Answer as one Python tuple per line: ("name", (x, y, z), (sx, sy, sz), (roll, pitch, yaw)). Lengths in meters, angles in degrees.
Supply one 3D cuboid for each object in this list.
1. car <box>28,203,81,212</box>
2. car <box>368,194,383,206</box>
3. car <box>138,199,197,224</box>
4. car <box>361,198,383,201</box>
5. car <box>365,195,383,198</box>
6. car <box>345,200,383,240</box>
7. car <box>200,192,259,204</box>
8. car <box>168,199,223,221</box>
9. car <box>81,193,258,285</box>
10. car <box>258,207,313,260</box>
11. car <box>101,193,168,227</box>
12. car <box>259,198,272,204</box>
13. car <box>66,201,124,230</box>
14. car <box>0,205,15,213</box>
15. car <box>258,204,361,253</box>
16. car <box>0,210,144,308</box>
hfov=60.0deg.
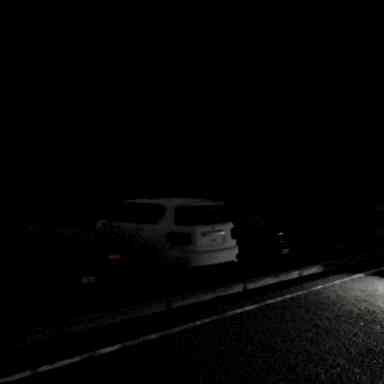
("car", (-8.747, 1.459, 20.243), (2.163, 1.488, 4.792), (-1, 0, -36))
("car", (27.607, 1.157, 46.052), (1.946, 1.575, 5.366), (0, 0, -36))
("car", (-1.966, 1.363, 25.123), (2.097, 1.535, 5.008), (-1, 0, -36))
("car", (10.243, 1.321, 18.008), (1.946, 1.575, 5.366), (0, 0, -36))
("car", (25.237, 1.177, 44.592), (2.231, 1.521, 4.892), (0, 0, -36))
("car", (8.076, 1.341, 16.224), (2.097, 1.535, 5.008), (0, 0, -36))
("car", (2.575, 1.076, 28.342), (2.435, 2.045, 5.566), (0, 0, -36))
("car", (0.197, 1.385, 26.673), (2.002, 1.452, 4.674), (0, 0, -36))
("car", (-1.065, 1.175, 9.728), (2.435, 2.045, 5.566), (-1, 0, -36))
("car", (1.239, 1.404, 11.335), (2.231, 1.521, 4.892), (-1, 0, -35))
("car", (-4.221, 1.132, 23.482), (2.435, 2.045, 5.566), (-1, 0, -36))
("car", (4.740, 1.061, 29.891), (2.435, 2.045, 5.566), (0, 0, -36))
("car", (-6.516, 1.435, 21.910), (2.163, 1.488, 4.792), (-1, 0, -36))
("car", (-11.027, 1.454, 18.642), (2.097, 1.535, 5.008), (-1, 0, -36))
("car", (3.529, 1.410, 12.943), (2.163, 1.488, 4.792), (-1, 0, -36))
("car", (-3.324, 1.451, 8.071), (2.097, 1.535, 5.008), (-1, 0, -36))
